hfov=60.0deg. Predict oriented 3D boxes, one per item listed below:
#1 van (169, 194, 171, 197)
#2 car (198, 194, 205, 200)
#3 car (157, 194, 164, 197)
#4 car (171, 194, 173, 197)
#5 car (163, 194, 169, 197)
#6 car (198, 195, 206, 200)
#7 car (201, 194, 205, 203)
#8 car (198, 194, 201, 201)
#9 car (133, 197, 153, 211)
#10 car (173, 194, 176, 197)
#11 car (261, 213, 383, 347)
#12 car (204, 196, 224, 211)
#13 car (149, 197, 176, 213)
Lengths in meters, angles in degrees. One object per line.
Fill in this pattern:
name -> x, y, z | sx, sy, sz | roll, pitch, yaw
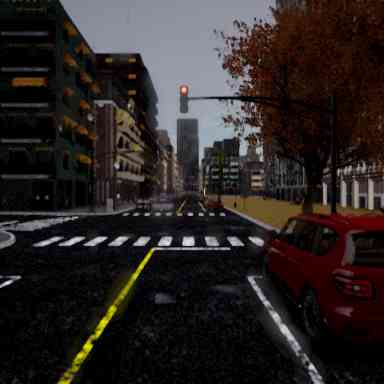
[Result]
van -> -5.721, 1.210, 66.303 | 1.690, 1.788, 3.998 | 0, 0, 0
car -> 2.646, 1.391, 93.970 | 2.008, 1.369, 4.403 | 0, 0, 0
car -> -5.713, 1.443, 49.706 | 2.008, 1.369, 4.403 | 0, 0, 0
car -> -5.723, 1.444, 71.835 | 1.802, 1.307, 4.206 | 0, 0, 0
car -> -5.718, 1.317, 60.770 | 1.967, 1.590, 4.097 | 0, 0, 0
car -> 2.649, 1.389, 88.438 | 1.887, 1.381, 4.507 | 0, 0, 0
car -> 2.667, 1.417, 49.879 | 1.752, 1.417, 4.829 | 0, 0, 0
car -> 2.660, 1.451, 66.306 | 1.802, 1.307, 4.206 | 0, 0, 0
car -> -5.707, 1.461, 38.640 | 2.008, 1.369, 4.403 | 0, 0, 0
car -> -5.729, 1.289, 82.901 | 1.967, 1.590, 4.097 | 0, 0, 0
car -> 2.689, 1.298, 6.255 | 2.192, 1.841, 5.009 | 0, 0, 0
car -> 2.673, 1.455, 38.643 | 1.887, 1.381, 4.507 | 0, 0, 0
car -> -3.068, 1.518, 35.986 | 1.895, 1.301, 4.718 | 0, 0, 2
